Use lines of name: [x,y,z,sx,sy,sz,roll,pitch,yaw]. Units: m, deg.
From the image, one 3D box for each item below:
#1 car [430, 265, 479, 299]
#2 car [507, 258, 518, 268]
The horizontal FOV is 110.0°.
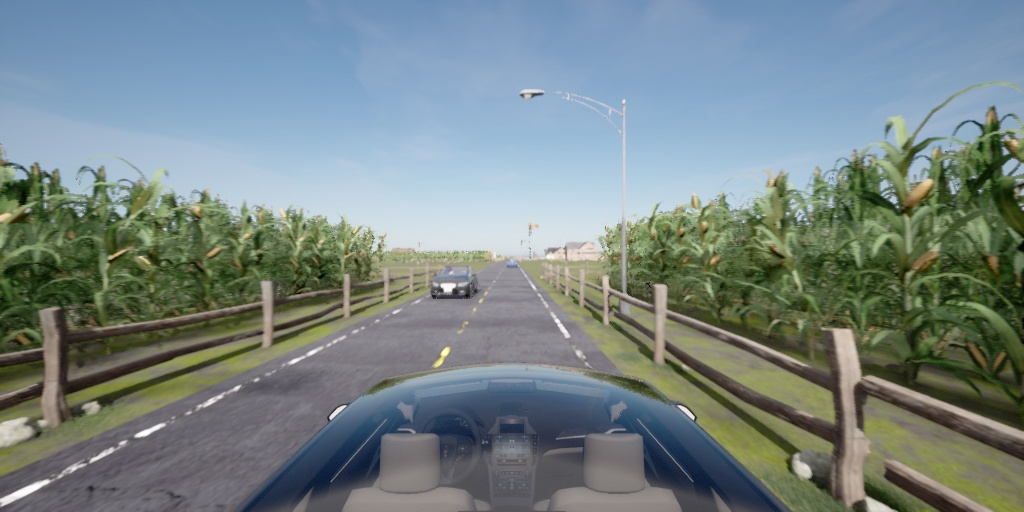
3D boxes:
car: [-2.781,1.224,18.145,2.128,1.511,4.902,0,0,1]
car: [0.033,1.281,61.507,2.033,1.411,5.357,0,0,0]
